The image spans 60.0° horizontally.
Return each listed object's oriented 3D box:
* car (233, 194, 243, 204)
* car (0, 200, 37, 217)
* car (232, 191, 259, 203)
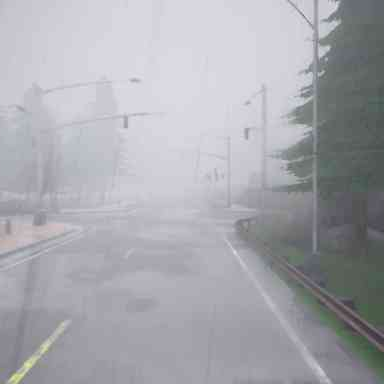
[{"bbox_3d":[8.825,0.802,49.802,4.605,1.855,1.932,0,0,-1],"label":"car"},{"bbox_3d":[-15.645,1.352,28.585,4.181,1.385,1.994,0,0,2],"label":"car"},{"bbox_3d":[8.409,0.787,52.312,3.866,1.878,1.905,0,0,-1],"label":"car"}]
